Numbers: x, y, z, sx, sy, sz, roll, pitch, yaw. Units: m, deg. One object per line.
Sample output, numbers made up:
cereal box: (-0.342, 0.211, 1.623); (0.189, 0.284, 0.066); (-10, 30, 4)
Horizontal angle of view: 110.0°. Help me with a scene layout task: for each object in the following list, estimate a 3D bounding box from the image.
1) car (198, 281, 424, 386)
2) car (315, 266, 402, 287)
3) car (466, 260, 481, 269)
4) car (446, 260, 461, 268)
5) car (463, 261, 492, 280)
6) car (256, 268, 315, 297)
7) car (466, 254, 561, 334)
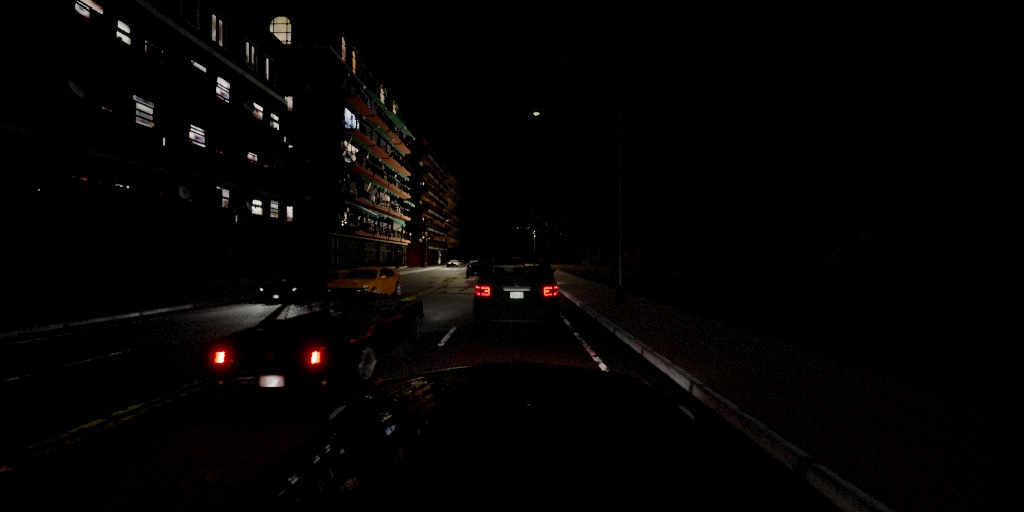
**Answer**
car: (-3.130, 1.351, 6.920); (1.895, 1.301, 4.718); (0, 0, 0)
car: (-6.543, 1.229, 16.339); (1.882, 1.535, 5.008); (0, 0, 0)
car: (-6.356, 1.314, 59.484); (1.994, 1.385, 4.181); (0, 0, 0)
car: (-9.612, 1.351, 58.897); (1.895, 1.301, 4.718); (0, 0, 0)
car: (-3.031, 1.244, 32.643); (2.128, 1.511, 4.902); (0, 0, 0)
car: (-9.789, 1.299, 17.534); (2.033, 1.411, 5.357); (0, 0, 0)
car: (0.129, 0.973, 10.762); (2.150, 2.045, 5.566); (0, 0, 0)
